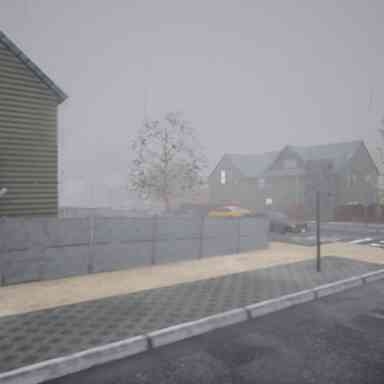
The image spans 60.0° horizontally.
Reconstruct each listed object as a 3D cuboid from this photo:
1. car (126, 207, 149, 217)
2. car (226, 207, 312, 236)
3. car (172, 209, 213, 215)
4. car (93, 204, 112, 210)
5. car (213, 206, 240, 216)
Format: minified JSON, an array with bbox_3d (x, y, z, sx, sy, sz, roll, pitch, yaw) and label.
[{"bbox_3d":[-6.501,2.427,37.612,1.994,1.385,4.181,-1,-1,-35],"label":"car"},{"bbox_3d":[4.955,1.943,21.582,2.033,1.411,5.357,-1,-1,-36],"label":"car"},{"bbox_3d":[-0.500,2.182,29.208,1.994,1.385,4.181,-1,-1,-36],"label":"car"},{"bbox_3d":[-14.710,2.741,54.135,1.882,1.535,5.008,-1,-1,-36],"label":"car"},{"bbox_3d":[3.205,2.010,29.094,1.882,1.535,5.008,-1,-1,-36],"label":"car"}]
